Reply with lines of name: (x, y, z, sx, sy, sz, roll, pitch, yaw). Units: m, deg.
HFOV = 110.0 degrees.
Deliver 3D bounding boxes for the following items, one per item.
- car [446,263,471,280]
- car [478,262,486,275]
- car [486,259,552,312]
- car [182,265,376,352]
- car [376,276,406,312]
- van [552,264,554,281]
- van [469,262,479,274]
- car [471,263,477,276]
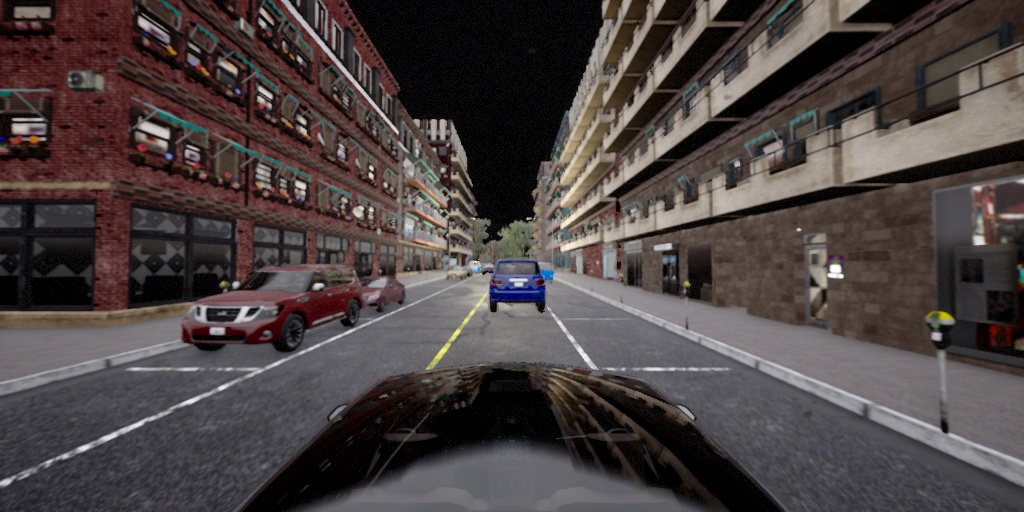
car: (-5.689, 1.713, 37.102, 1.751, 1.417, 4.829, 0, 0, 0)
car: (-3.019, 1.877, 48.757, 2.033, 1.411, 5.357, 0, -1, 0)
car: (0.160, 1.140, 15.464, 2.150, 2.045, 5.566, 0, -1, -2)
car: (-5.689, 1.159, 9.418, 2.192, 1.841, 5.009, 0, 0, 0)
car: (-5.689, 1.495, 14.989, 1.802, 1.307, 4.207, 0, 0, 0)
van: (2.695, 1.459, 31.661, 1.690, 1.789, 3.998, 0, 0, 0)
van: (-5.689, 1.735, 53.984, 1.690, 1.789, 3.998, 0, 0, 0)
car: (-5.689, 1.822, 42.843, 1.948, 1.339, 4.313, 0, 0, 0)
